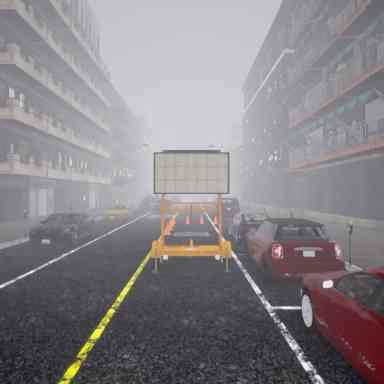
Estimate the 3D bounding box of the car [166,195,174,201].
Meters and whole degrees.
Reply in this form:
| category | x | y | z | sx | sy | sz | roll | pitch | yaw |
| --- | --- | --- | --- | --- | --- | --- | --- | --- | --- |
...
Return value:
| category | x | y | z | sx | sy | sz | roll | pitch | yaw |
| --- | --- | --- | --- | --- | --- | --- | --- | --- | --- |
| car | -5.816 | 1.516 | 88.463 | 1.887 | 1.381 | 4.507 | 0 | 0 | 0 |

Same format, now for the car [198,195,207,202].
| category | x | y | z | sx | sy | sz | roll | pitch | yaw |
| --- | --- | --- | --- | --- | --- | --- | --- | --- | --- |
| car | 2.580 | 1.503 | 77.368 | 1.752 | 1.417 | 4.829 | 0 | 0 | 0 |

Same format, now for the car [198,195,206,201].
| category | x | y | z | sx | sy | sz | roll | pitch | yaw |
| --- | --- | --- | --- | --- | --- | --- | --- | --- | --- |
| car | 2.564 | 1.516 | 88.471 | 1.887 | 1.381 | 4.507 | 0 | 0 | 0 |

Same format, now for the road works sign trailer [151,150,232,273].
| category | x | y | z | sx | sy | sz | roll | pitch | yaw |
| --- | --- | --- | --- | --- | --- | --- | --- | --- | --- |
| road works sign trailer | -0.015 | 0.464 | 10.690 | 2.380 | 3.560 | 2.880 | 0 | 0 | 0 |

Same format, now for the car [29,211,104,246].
| category | x | y | z | sx | sy | sz | roll | pitch | yaw |
| --- | --- | --- | --- | --- | --- | --- | --- | --- | --- |
| car | -5.711 | 1.565 | 15.188 | 1.947 | 1.339 | 4.313 | 0 | 0 | 0 |

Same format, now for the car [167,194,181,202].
| category | x | y | z | sx | sy | sz | roll | pitch | yaw |
| --- | --- | --- | --- | --- | --- | --- | --- | --- | --- |
| car | -3.090 | 1.336 | 63.174 | 2.097 | 1.767 | 4.553 | 0 | 0 | 0 |

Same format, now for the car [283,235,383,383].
| category | x | y | z | sx | sy | sz | roll | pitch | yaw |
| --- | --- | --- | --- | --- | --- | --- | --- | --- | --- |
| car | 2.686 | 1.545 | 3.925 | 1.887 | 1.381 | 4.507 | 0 | 0 | 0 |

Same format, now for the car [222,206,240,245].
| category | x | y | z | sx | sy | sz | roll | pitch | yaw |
| --- | --- | --- | --- | --- | --- | --- | --- | --- | --- |
| car | 2.670 | 1.550 | 15.197 | 2.008 | 1.369 | 4.403 | 0 | 0 | 0 |

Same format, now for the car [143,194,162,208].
| category | x | y | z | sx | sy | sz | roll | pitch | yaw |
| --- | --- | --- | --- | --- | --- | --- | --- | --- | --- |
| car | -5.758 | 1.305 | 49.008 | 2.192 | 1.841 | 5.009 | 0 | 0 | 0 |

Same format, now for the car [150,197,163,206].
| category | x | y | z | sx | sy | sz | roll | pitch | yaw |
| --- | --- | --- | --- | --- | --- | --- | --- | --- | --- |
| car | -5.768 | 1.570 | 54.645 | 1.802 | 1.307 | 4.206 | 0 | 0 | 0 |

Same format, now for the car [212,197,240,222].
| category | x | y | z | sx | sy | sz | roll | pitch | yaw |
| --- | --- | --- | --- | --- | --- | --- | --- | --- | --- |
| car | 2.655 | 1.312 | 26.471 | 2.192 | 1.841 | 5.009 | 0 | 0 | 0 |

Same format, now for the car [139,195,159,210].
| category | x | y | z | sx | sy | sz | roll | pitch | yaw |
| --- | --- | --- | --- | --- | --- | --- | --- | --- | --- |
| car | -5.751 | 1.432 | 43.372 | 1.967 | 1.590 | 4.097 | 0 | 0 | 0 |

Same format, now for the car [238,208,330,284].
| category | x | y | z | sx | sy | sz | roll | pitch | yaw |
| --- | --- | --- | --- | --- | --- | --- | --- | --- | --- |
| car | 2.678 | 1.440 | 9.562 | 1.967 | 1.590 | 4.097 | 0 | 0 | 0 |

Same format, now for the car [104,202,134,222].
| category | x | y | z | sx | sy | sz | roll | pitch | yaw |
| --- | --- | --- | --- | --- | --- | --- | --- | --- | --- |
| car | -5.727 | 1.523 | 26.292 | 1.752 | 1.417 | 4.829 | 0 | 0 | 0 |

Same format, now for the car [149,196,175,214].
| category | x | y | z | sx | sy | sz | roll | pitch | yaw |
| --- | --- | --- | --- | --- | --- | --- | --- | --- | --- |
| car | -3.152 | 1.472 | 35.871 | 1.882 | 1.535 | 5.008 | 0 | 0 | 0 |

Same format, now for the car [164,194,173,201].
| category | x | y | z | sx | sy | sz | roll | pitch | yaw |
| --- | --- | --- | --- | --- | --- | --- | --- | --- | --- |
| car | -5.808 | 1.414 | 82.826 | 1.967 | 1.590 | 4.097 | 0 | 0 | 0 |
